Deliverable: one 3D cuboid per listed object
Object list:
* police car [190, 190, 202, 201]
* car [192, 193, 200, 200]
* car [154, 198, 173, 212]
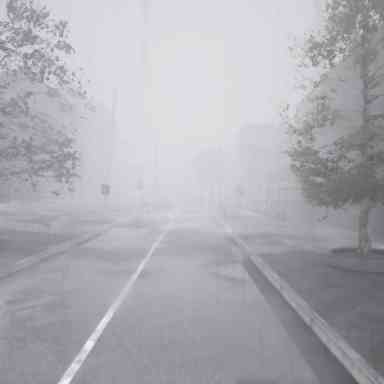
[{"bbox_3d":[0.989,1.065,69.322,1.930,1.638,5.238,0,1,0],"label":"police car"},{"bbox_3d":[1.003,0.991,79.221,1.837,1.490,4.892,0,1,0],"label":"car"},{"bbox_3d":[-3.088,1.393,36.976,1.812,1.442,4.674,0,0,0],"label":"car"}]
